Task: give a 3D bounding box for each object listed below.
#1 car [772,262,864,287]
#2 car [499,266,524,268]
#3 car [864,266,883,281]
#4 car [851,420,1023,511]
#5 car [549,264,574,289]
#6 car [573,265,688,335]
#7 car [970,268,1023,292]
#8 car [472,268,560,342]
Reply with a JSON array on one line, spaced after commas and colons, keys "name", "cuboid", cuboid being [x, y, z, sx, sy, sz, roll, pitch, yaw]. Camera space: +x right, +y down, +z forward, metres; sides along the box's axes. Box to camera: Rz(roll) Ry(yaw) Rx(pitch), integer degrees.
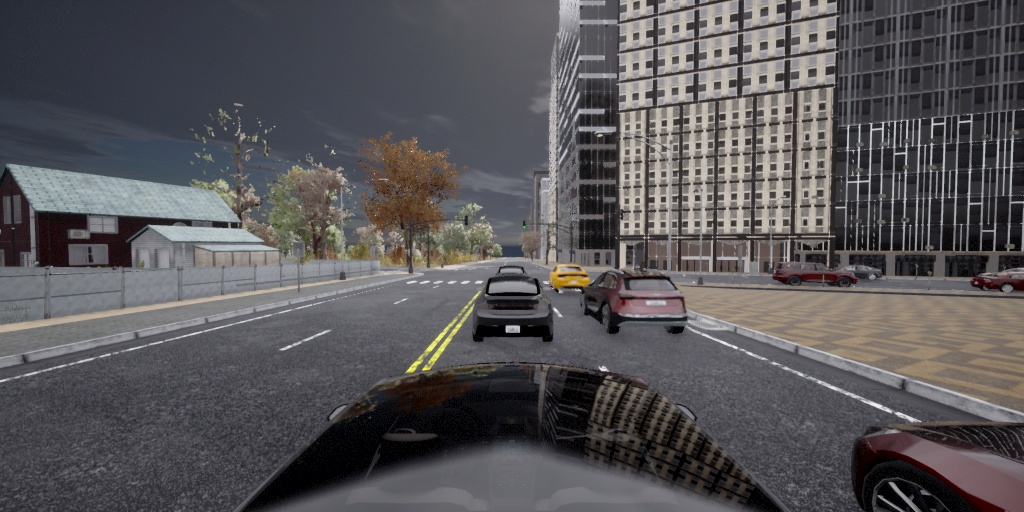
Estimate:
[{"name": "car", "cuboid": [22.962, 1.393, 27.470, 5.009, 1.841, 2.192, 0, 0, 20]}, {"name": "car", "cuboid": [-0.023, 1.253, 19.544, 1.837, 1.490, 4.892, 0, 0, 0]}, {"name": "car", "cuboid": [30.984, 1.468, 32.934, 4.403, 1.370, 2.007, 0, 0, 20]}, {"name": "car", "cuboid": [3.352, 1.254, 0.517, 2.163, 1.488, 4.792, 0, 0, 0]}, {"name": "car", "cuboid": [3.325, 1.224, 21.376, 1.882, 1.535, 5.008, 0, 0, 2]}, {"name": "car", "cuboid": [3.332, 1.175, 10.544, 2.033, 1.649, 4.856, 0, 0, 0]}, {"name": "car", "cuboid": [33.616, 1.715, 23.593, 4.507, 1.381, 1.888, 0, 0, 20]}, {"name": "car", "cuboid": [0.029, 1.252, 9.762, 1.837, 1.490, 4.892, 0, 0, 0]}]
